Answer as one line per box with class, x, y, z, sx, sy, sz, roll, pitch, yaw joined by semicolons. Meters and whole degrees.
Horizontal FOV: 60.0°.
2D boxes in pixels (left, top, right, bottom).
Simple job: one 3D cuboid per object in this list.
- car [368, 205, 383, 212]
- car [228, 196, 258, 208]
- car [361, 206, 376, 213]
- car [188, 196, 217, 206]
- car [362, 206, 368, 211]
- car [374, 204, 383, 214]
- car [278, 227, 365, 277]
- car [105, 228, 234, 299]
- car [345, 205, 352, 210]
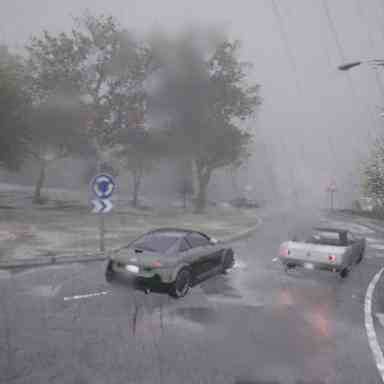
car;33.037;2.920;55.923;4.892;1.521;2.231;2;-3;42
car;6.703;1.265;43.868;1.994;1.385;4.181;0;1;-33
car;41.682;4.147;78.572;1.994;1.385;4.181;2;-2;42
car;1.383;1.158;45.610;1.994;1.385;4.181;0;2;-42
car;35.969;3.524;67.412;1.812;1.442;4.674;2;-2;42
car;34.882;3.108;57.961;5.008;1.535;2.097;2;-3;42
car;4.661;1.867;11.426;1.895;1.301;4.718;2;0;35
car;-0.365;1.676;9.043;1.994;1.385;4.181;2;0;28
car;33.284;3.419;69.287;2.128;1.511;4.902;2;-2;42
